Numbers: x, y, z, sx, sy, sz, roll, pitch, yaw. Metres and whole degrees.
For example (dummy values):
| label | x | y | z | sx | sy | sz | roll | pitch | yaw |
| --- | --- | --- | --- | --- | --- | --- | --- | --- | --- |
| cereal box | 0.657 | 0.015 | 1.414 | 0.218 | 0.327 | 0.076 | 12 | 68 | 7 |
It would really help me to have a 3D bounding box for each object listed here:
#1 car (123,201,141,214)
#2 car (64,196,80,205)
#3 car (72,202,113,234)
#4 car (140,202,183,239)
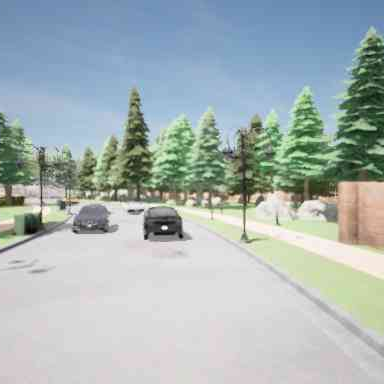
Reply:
| label | x | y | z | sx | sy | sz | roll | pitch | yaw |
| --- | --- | --- | --- | --- | --- | --- | --- | --- | --- |
| car | -6.390 | 1.602 | 36.195 | 1.895 | 1.301 | 4.718 | 0 | 0 | -19 |
| car | -21.067 | 1.524 | 58.388 | 1.882 | 1.535 | 5.008 | 0 | 0 | -32 |
| car | -5.752 | 1.515 | 19.508 | 1.837 | 1.490 | 4.892 | 0 | 0 | -11 |
| car | -1.627 | 1.472 | 17.508 | 1.882 | 1.535 | 5.008 | 0 | 0 | -9 |
